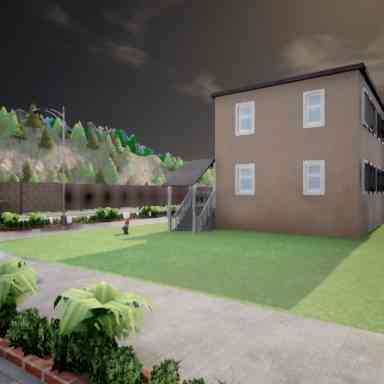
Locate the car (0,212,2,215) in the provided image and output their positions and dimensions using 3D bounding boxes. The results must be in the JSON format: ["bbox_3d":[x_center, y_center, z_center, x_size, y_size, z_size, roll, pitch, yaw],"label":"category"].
[{"bbox_3d":[-12.983,1.366,18.864,2.097,1.767,4.553,0,0,35],"label":"car"}]
